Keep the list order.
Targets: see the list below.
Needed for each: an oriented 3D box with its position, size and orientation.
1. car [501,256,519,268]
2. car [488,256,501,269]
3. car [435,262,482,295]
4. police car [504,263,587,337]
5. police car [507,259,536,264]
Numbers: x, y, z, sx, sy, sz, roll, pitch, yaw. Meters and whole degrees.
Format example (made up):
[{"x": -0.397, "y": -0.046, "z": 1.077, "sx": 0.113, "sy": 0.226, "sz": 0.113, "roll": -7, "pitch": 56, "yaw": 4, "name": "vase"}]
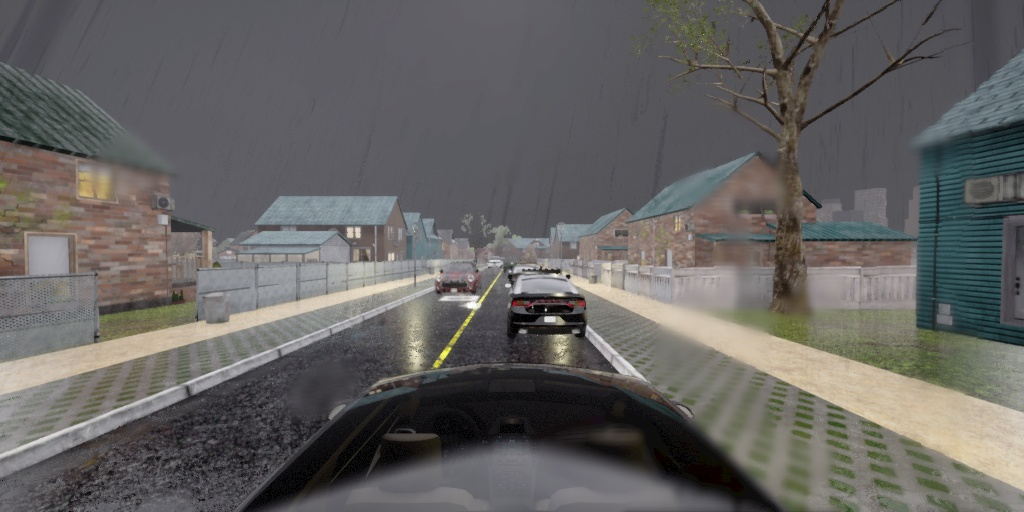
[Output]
[{"x": 0.029, "y": 1.026, "z": 47.016, "sx": 2.150, "sy": 2.045, "sz": 5.566, "roll": 0, "pitch": 0, "yaw": 0, "name": "car"}, {"x": -2.823, "y": 1.066, "z": 60.365, "sx": 2.150, "sy": 2.045, "sz": 5.566, "roll": 0, "pitch": 0, "yaw": 0, "name": "car"}, {"x": -2.846, "y": 1.107, "z": 19.877, "sx": 2.097, "sy": 1.767, "sz": 4.553, "roll": 0, "pitch": 0, "yaw": 0, "name": "car"}, {"x": 0.827, "y": 1.174, "z": 10.368, "sx": 1.930, "sy": 1.638, "sz": 5.238, "roll": 0, "pitch": 0, "yaw": 0, "name": "police car"}, {"x": 0.828, "y": 1.182, "z": 20.370, "sx": 1.930, "sy": 1.638, "sz": 5.238, "roll": 0, "pitch": 0, "yaw": 0, "name": "police car"}]
